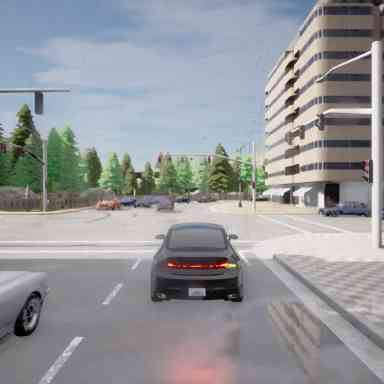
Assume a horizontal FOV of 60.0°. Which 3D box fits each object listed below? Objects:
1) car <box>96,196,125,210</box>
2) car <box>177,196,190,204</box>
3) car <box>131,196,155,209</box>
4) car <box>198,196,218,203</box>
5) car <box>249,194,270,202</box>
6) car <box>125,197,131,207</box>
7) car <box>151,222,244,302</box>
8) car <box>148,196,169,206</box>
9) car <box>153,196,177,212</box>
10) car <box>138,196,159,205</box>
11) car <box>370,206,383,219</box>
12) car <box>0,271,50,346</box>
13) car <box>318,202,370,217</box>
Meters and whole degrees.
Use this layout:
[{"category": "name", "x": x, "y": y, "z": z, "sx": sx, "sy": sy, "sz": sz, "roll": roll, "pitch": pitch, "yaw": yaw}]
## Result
[{"category": "car", "x": -10.394, "y": 1.352, "z": 41.775, "sx": 2.097, "sy": 1.767, "sz": 4.553, "roll": 0, "pitch": 0, "yaw": 2}, {"category": "car", "x": -2.194, "y": 1.477, "z": 65.288, "sx": 1.882, "sy": 1.535, "sz": 5.008, "roll": 0, "pitch": 0, "yaw": 28}, {"category": "car", "x": -6.737, "y": 1.564, "z": 45.999, "sx": 1.994, "sy": 1.385, "sz": 4.181, "roll": 0, "pitch": 0, "yaw": 0}, {"category": "car", "x": 3.202, "y": 1.547, "z": 67.455, "sx": 2.033, "sy": 1.411, "sz": 5.357, "roll": 0, "pitch": 0, "yaw": 35}, {"category": "car", "x": 15.203, "y": 1.595, "z": 74.682, "sx": 4.718, "sy": 1.301, "sz": 1.895, "roll": 0, "pitch": 0, "yaw": -33}, {"category": "car", "x": -9.861, "y": 1.477, "z": 50.986, "sx": 1.882, "sy": 1.535, "sz": 5.008, "roll": 0, "pitch": 0, "yaw": 7}, {"category": "car", "x": 0.118, "y": 1.505, "z": 8.238, "sx": 1.837, "sy": 1.490, "sz": 4.892, "roll": 0, "pitch": 0, "yaw": 1}, {"category": "car", "x": -5.627, "y": 1.477, "z": 55.805, "sx": 1.882, "sy": 1.535, "sz": 5.008, "roll": 0, "pitch": 0, "yaw": 14}, {"category": "car", "x": -3.129, "y": 1.546, "z": 39.487, "sx": 2.033, "sy": 1.411, "sz": 5.357, "roll": 0, "pitch": 0, "yaw": -1}, {"category": "car", "x": -7.818, "y": 1.505, "z": 60.705, "sx": 1.837, "sy": 1.490, "sz": 4.892, "roll": 0, "pitch": 0, "yaw": 19}, {"category": "car", "x": 17.705, "y": 1.581, "z": 27.395, "sx": 4.674, "sy": 1.442, "sz": 1.812, "roll": 0, "pitch": 0, "yaw": 0}, {"category": "car", "x": -3.425, "y": 1.601, "z": 3.718, "sx": 1.895, "sy": 1.301, "sz": 4.718, "roll": 0, "pitch": 0, "yaw": 0}, {"category": "car", "x": 14.609, "y": 1.603, "z": 30.905, "sx": 5.357, "sy": 1.411, "sz": 2.033, "roll": 0, "pitch": 0, "yaw": 0}]
